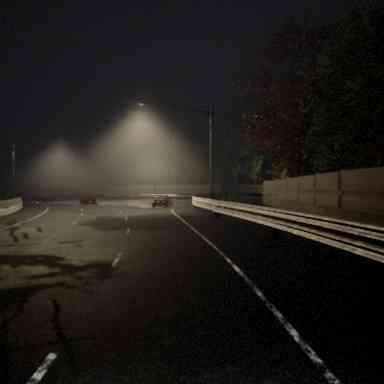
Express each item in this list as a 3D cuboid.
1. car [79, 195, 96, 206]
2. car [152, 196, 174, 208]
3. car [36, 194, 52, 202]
[{"bbox_3d":[-14.799,1.145,47.158,1.812,1.442,4.674,0,0,-26],"label":"car"},{"bbox_3d":[-3.589,1.179,41.850,2.033,1.411,5.357,0,1,8],"label":"car"},{"bbox_3d":[-27.191,1.059,60.966,1.812,1.442,4.674,0,1,-35],"label":"car"}]
